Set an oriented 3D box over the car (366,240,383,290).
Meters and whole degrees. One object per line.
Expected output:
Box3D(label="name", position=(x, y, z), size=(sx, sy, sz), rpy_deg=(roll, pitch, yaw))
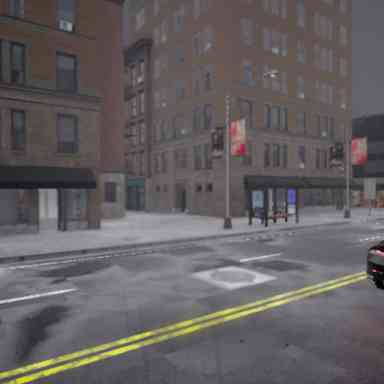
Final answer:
Box3D(label="car", position=(5.942, 1.442, 7.681), size=(4.902, 1.511, 2.128), rpy_deg=(0, 0, -36))
